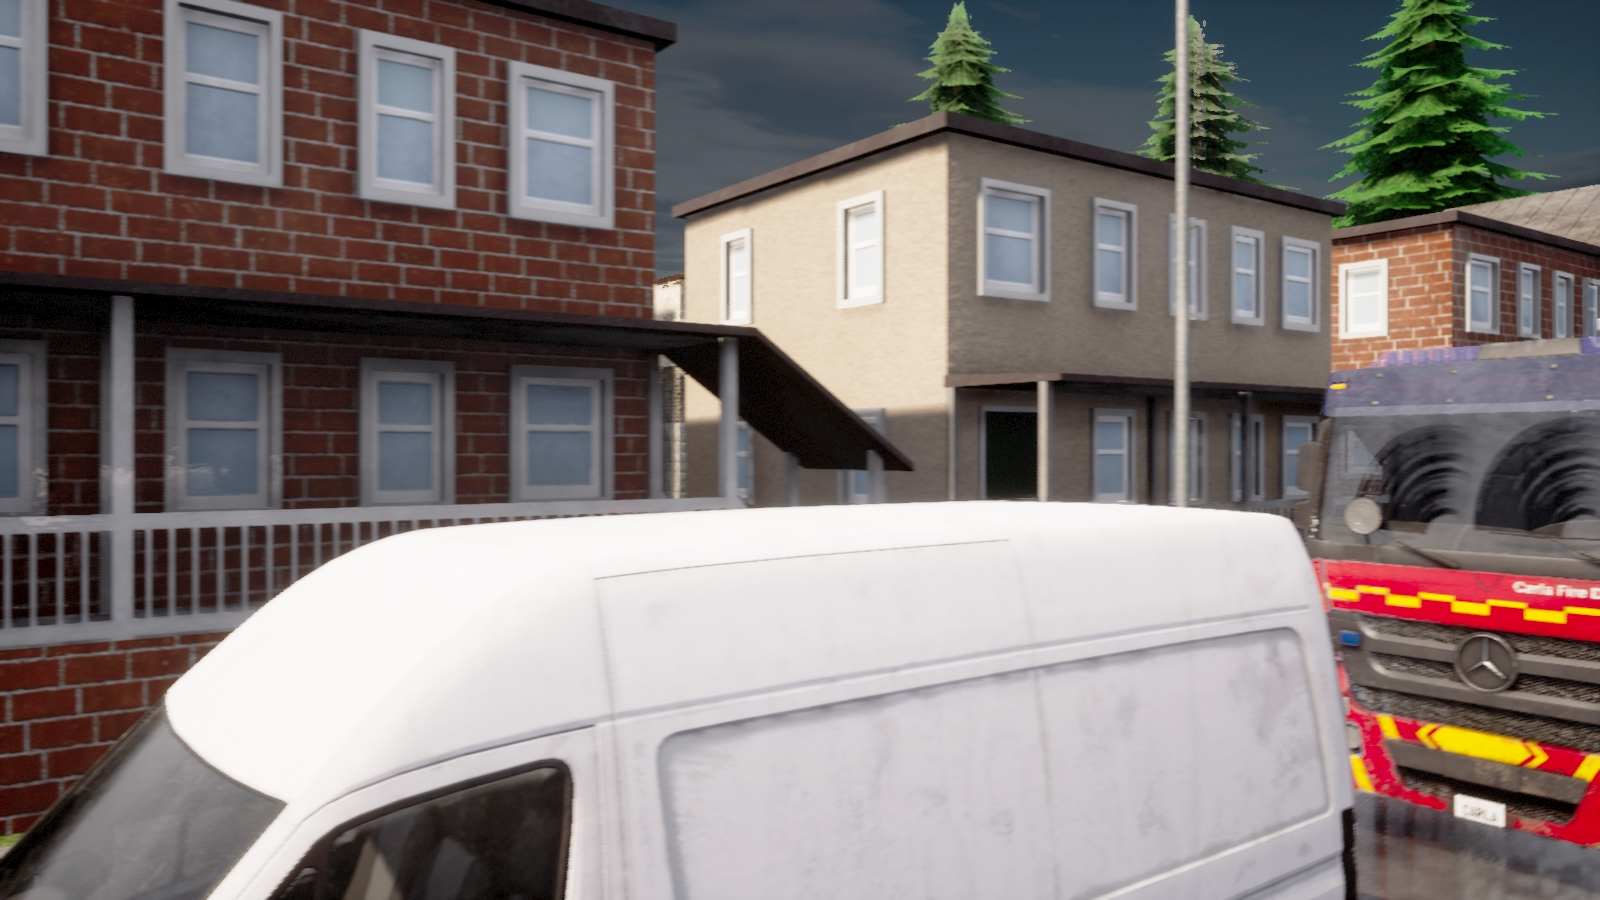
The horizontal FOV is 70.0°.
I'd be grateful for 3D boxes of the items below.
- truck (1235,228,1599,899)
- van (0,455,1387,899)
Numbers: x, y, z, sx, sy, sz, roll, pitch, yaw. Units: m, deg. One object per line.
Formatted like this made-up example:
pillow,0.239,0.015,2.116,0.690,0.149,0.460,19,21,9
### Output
truck,7.443,0.671,9.576,8.468,3.827,2.891,0,0,-36
van,-0.526,1.314,3.866,5.915,2.561,1.988,0,0,-36
